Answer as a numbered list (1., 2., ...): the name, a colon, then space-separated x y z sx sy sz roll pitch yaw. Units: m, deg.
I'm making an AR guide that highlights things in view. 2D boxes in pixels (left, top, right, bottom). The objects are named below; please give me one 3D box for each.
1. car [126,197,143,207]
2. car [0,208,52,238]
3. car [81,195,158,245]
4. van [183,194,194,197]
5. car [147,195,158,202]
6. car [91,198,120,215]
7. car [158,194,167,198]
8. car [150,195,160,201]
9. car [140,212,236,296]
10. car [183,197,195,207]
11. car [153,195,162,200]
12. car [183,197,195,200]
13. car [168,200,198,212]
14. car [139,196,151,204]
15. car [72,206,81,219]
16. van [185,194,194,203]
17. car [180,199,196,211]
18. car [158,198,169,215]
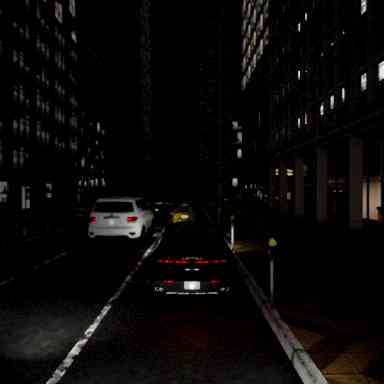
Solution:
1. car: -8.837 1.523 51.504 1.947 1.339 4.313 0 0 0
2. car: -8.838 1.546 17.314 2.008 1.369 4.403 0 0 0
3. car: -3.137 1.221 15.695 2.150 2.045 5.566 0 0 0
4. van: -0.457 1.307 45.805 1.690 1.788 3.998 0 0 0
5. car: -8.837 1.458 74.298 1.887 1.381 4.507 0 0 0
6. car: -8.838 1.422 34.411 1.967 1.590 4.097 0 0 0
7. car: -6.151 1.436 67.841 2.128 1.511 4.902 0 0 0
8. car: -8.836 1.483 79.997 1.802 1.307 4.206 0 0 0
9. car: 0.000 1.502 8.650 1.837 1.490 4.892 0 0 0
10. car: -0.456 1.501 51.503 1.887 1.381 4.507 0 0 0
11. car: -8.836 1.438 85.694 2.008 1.369 4.403 0 0 0
12. car: -0.457 1.533 34.409 2.008 1.369 4.403 0 0 0
13. car: -0.457 1.518 23.180 1.752 1.417 4.829 0 0 0
14. car: -8.837 1.517 62.901 1.802 1.307 4.206 0 0 0
15. car: -8.838 1.513 28.540 1.752 1.417 4.829 0 0 0
16. van: -0.456 1.266 68.597 1.690 1.788 3.998 0 0 0
17. car: -0.456 1.557 40.107 1.802 1.307 4.206 0 0 0
18. car: -3.128 1.550 31.662 1.994 1.385 4.181 0 0 0
